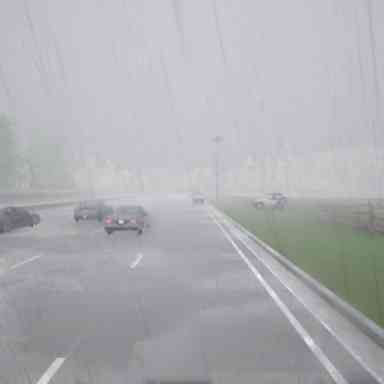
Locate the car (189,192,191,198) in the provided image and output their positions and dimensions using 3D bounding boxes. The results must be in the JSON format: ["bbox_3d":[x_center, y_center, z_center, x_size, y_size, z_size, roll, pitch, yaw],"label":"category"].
[{"bbox_3d":[1.068,0.908,70.510,2.150,2.045,5.566,0,0,0],"label":"car"}]

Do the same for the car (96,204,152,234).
[{"bbox_3d":[-3.395,1.464,18.431,2.033,1.411,5.357,0,0,0],"label":"car"}]

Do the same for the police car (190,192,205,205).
[{"bbox_3d":[1.064,1.181,54.592,1.930,1.638,5.238,0,0,0],"label":"police car"}]

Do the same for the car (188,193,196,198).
[{"bbox_3d":[0.025,1.007,90.018,1.895,1.301,4.718,0,0,0],"label":"car"}]

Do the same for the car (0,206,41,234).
[{"bbox_3d":[-10.396,1.465,18.444,2.033,1.411,5.357,0,0,0],"label":"car"}]

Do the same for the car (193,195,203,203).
[{"bbox_3d":[1.067,1.237,64.482,1.812,1.442,4.674,0,0,0],"label":"car"}]

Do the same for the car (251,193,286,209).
[{"bbox_3d":[8.932,1.040,38.483,3.866,1.878,1.905,0,0,0],"label":"car"}]

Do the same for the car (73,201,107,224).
[{"bbox_3d":[-6.894,1.384,23.828,2.128,1.511,4.902,0,0,0],"label":"car"}]
